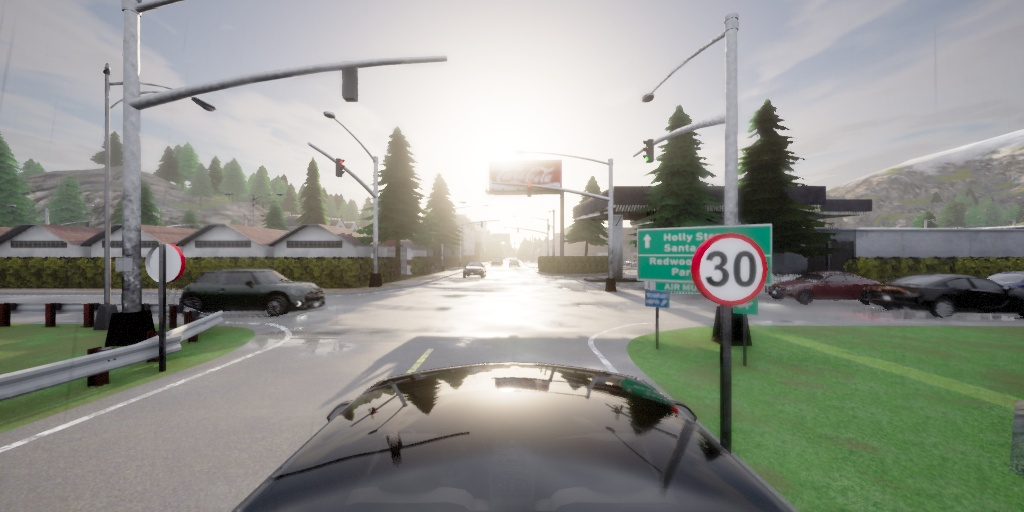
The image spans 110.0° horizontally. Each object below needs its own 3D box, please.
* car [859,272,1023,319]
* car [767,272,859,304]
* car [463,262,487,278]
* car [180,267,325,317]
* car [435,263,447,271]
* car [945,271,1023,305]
[{"bbox_3d":[16.450,1.419,13.339,5.008,1.535,1.882,0,0,1],"label":"car"},{"bbox_3d":[14.797,1.467,17.039,4.674,1.442,1.812,0,0,0],"label":"car"},{"bbox_3d":[-3.469,1.291,33.817,1.812,1.442,4.674,1,-1,0],"label":"car"},{"bbox_3d":[-9.676,1.280,13.640,4.553,1.767,2.097,0,0,1],"label":"car"},{"bbox_3d":[-11.829,1.419,50.984,5.008,1.535,1.882,0,0,0],"label":"car"},{"bbox_3d":[23.931,1.467,16.947,4.674,1.442,1.812,0,0,1],"label":"car"}]
